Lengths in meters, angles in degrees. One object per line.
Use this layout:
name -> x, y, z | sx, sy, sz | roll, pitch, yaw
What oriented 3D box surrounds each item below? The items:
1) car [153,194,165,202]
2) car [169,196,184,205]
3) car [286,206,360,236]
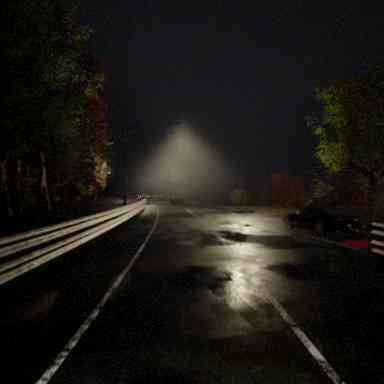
car -> -7.440, 1.230, 74.563 | 2.097, 1.767, 4.553 | 0, 0, -15
car -> -2.736, 1.445, 56.778 | 2.128, 1.511, 4.902 | 0, 0, -15
car -> 7.255, 1.549, 19.050 | 1.882, 1.535, 5.008 | 1, -1, -15
